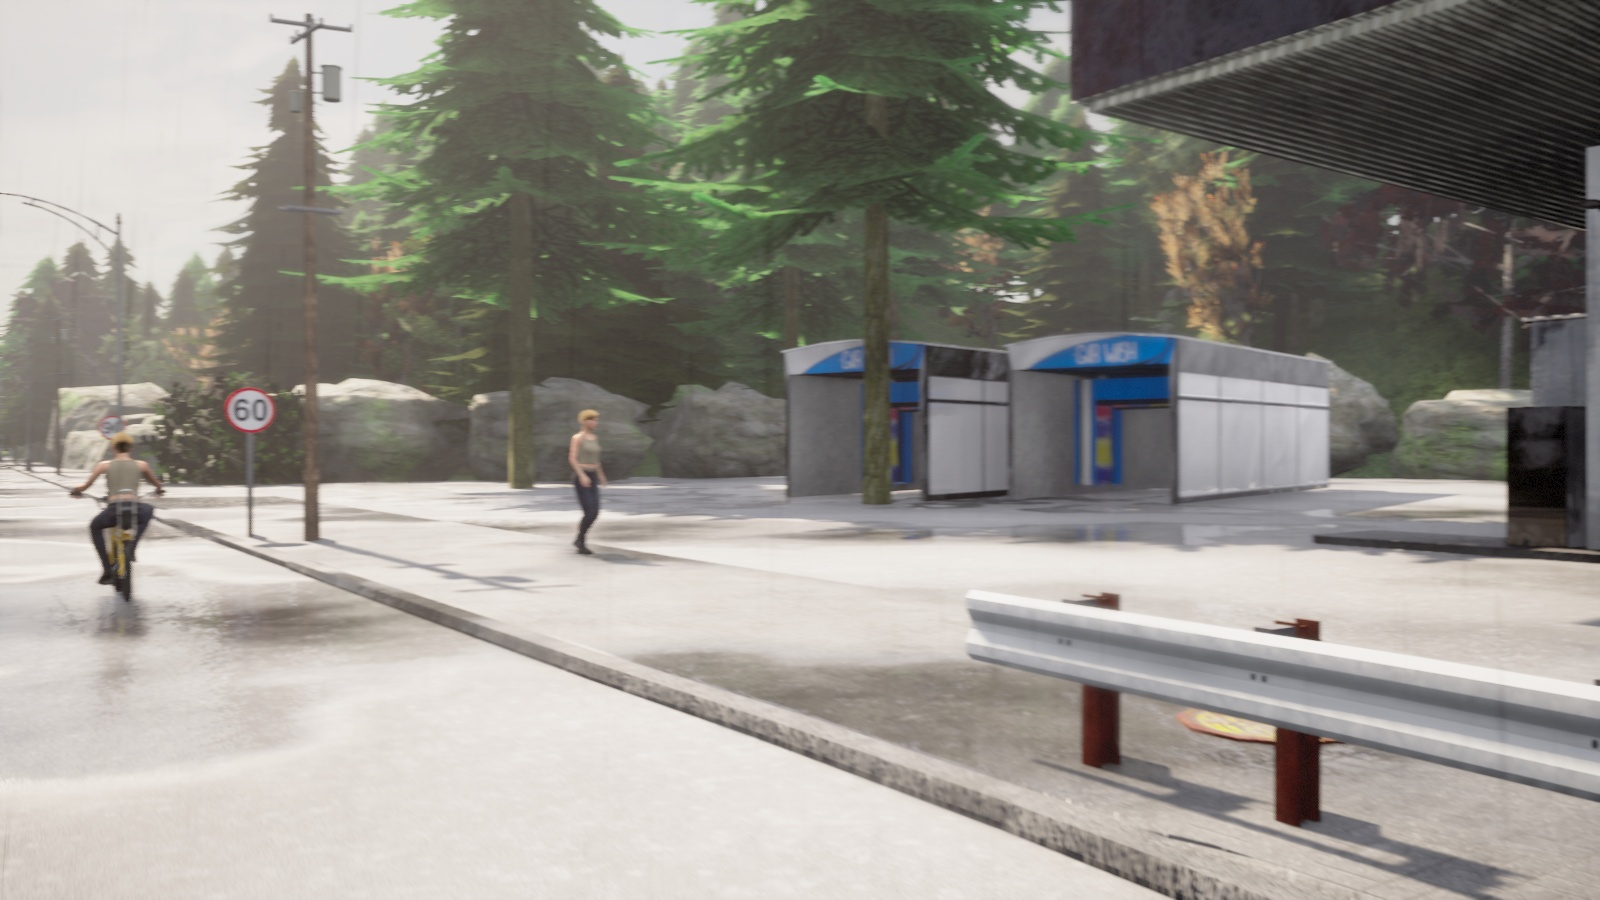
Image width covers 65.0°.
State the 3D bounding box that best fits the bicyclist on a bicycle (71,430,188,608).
[{"bbox_3d":[-6.556,0.625,12.241,0.866,1.612,1.509,0,0,-33],"label":"bicyclist on a bicycle"}]

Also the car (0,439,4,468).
[{"bbox_3d":[-51.977,0.211,80.102,1.932,1.855,4.605,0,0,-34],"label":"car"}]

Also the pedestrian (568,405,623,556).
[{"bbox_3d":[-2.542,0.371,15.618,0.594,1.836,0.345,0,0,29],"label":"pedestrian"}]
